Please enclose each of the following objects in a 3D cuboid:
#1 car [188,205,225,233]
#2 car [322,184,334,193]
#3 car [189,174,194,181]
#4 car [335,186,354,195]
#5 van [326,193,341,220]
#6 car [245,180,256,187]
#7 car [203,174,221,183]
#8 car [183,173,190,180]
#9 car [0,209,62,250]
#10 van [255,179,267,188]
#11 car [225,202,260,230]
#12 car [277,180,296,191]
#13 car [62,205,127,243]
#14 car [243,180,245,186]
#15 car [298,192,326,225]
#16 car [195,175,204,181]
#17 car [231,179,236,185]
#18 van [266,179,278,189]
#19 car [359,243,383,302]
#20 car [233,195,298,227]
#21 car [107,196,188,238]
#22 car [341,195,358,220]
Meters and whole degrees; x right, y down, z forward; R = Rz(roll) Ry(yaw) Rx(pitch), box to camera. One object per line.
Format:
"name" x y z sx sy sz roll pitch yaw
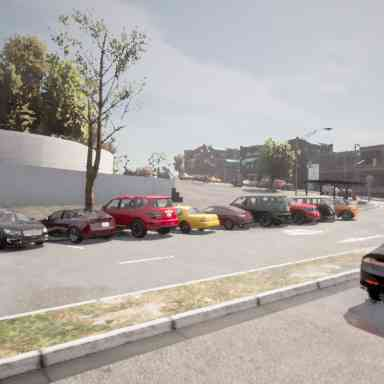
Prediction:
"car" -1.009 1.503 19.683 5.366 1.575 1.946 -1 -1 35
"car" 24.701 -0.425 59.148 2.435 2.045 5.566 7 3 35
"car" 2.117 -3.849 91.126 2.185 1.767 4.553 6 3 34
"car" 26.391 0.137 56.675 2.002 1.452 4.674 7 3 35
"van" 9.080 1.297 26.439 4.442 1.987 1.878 -1 -1 35
"car" 14.434 -1.811 74.103 1.946 1.575 5.366 7 3 35
"car" 5.760 -3.175 86.399 1.946 1.575 5.366 7 3 34
"car" 0.388 -4.084 93.597 2.185 1.767 4.553 4 1 33
"car" -8.196 1.494 14.367 4.892 1.521 2.231 -1 -1 35
"van" 16.007 -1.763 71.371 1.878 1.987 4.442 7 4 35
"car" 1.598 1.549 21.310 4.674 1.452 2.002 -1 -1 35
"car" 19.494 -0.991 66.536 2.231 1.521 4.892 7 3 35
"car" -5.775 1.525 16.113 4.792 1.488 2.163 -1 -1 35
"car" 12.603 -2.042 76.424 2.002 1.452 4.674 7 4 35
"car" 6.540 1.268 24.770 5.566 2.045 2.435 -1 -1 35
"car" 3.910 -3.697 88.660 2.435 2.045 5.566 7 3 34
"car" 10.862 -2.316 78.887 2.002 1.452 4.674 7 3 35
"van" 17.735 -1.490 68.899 1.878 1.987 4.442 7 4 35
"car" 5.469 1.500 7.023 4.902 1.511 2.128 0 0 -35
"car" 4.026 1.263 23.066 5.566 2.045 2.435 -1 -1 35
"car" -3.330 1.248 17.857 5.566 2.045 2.435 -1 -1 35
"car" 11.489 1.404 28.188 4.553 1.767 2.185 -1 -1 35
